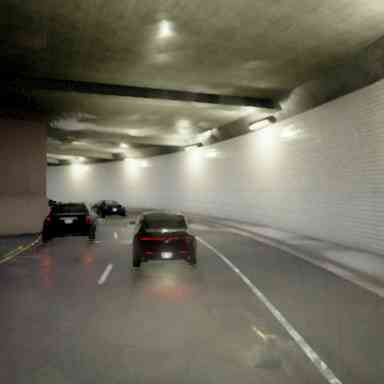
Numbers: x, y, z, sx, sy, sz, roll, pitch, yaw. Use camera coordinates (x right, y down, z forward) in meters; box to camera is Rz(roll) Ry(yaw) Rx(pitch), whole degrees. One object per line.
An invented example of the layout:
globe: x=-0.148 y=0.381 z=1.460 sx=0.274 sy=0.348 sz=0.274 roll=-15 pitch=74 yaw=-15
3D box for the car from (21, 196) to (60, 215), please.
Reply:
car: x=-14.476 y=1.209 z=31.628 sx=2.128 sy=1.511 sz=4.902 roll=0 pitch=1 yaw=-41

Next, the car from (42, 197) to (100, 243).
car: x=-5.604 y=1.207 z=15.685 sx=2.097 sy=1.767 sz=4.553 roll=0 pitch=1 yaw=-15

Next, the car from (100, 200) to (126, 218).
car: x=-6.942 y=1.305 z=27.253 sx=1.994 sy=1.385 sz=4.181 roll=0 pitch=1 yaw=-31

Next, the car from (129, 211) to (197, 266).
car: x=-1.025 y=1.393 z=11.164 sx=1.837 sy=1.490 sz=4.892 roll=0 pitch=1 yaw=-9
